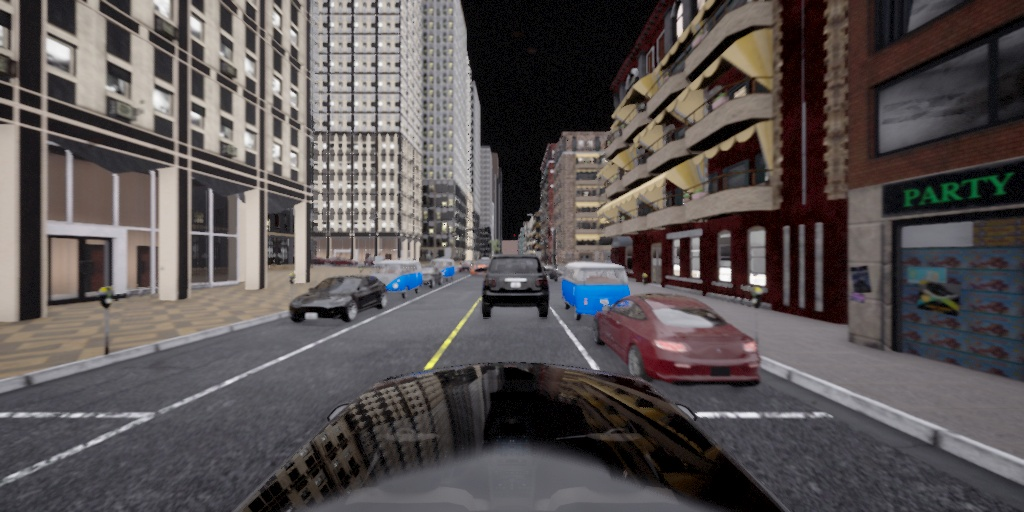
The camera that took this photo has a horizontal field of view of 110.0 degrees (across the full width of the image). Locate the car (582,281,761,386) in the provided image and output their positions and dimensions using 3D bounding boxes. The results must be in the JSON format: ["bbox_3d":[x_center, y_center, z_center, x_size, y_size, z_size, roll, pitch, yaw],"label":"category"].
[{"bbox_3d":[2.690,1.339,6.696,1.802,1.307,4.207,0,0,0],"label":"car"}]

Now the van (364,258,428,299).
[{"bbox_3d":[-5.692,1.114,17.993,1.690,1.789,3.998,0,0,0],"label":"van"}]

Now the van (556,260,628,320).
[{"bbox_3d":[2.690,1.106,12.345,1.690,1.789,3.998,0,0,0],"label":"van"}]

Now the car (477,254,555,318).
[{"bbox_3d":[0.091,0.983,13.271,2.150,2.045,5.566,0,-1,0],"label":"car"}]

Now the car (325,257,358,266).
[{"bbox_3d":[-26.727,0.946,56.989,4.207,1.307,1.802,0,0,0],"label":"car"}]

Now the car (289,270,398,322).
[{"bbox_3d":[-5.691,1.331,12.344,1.948,1.339,4.313,0,0,0],"label":"car"}]

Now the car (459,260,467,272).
[{"bbox_3d":[-5.695,1.263,46.235,1.967,1.591,4.097,0,0,0],"label":"car"}]

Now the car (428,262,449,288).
[{"bbox_3d":[-5.692,1.333,23.641,2.007,1.370,4.403,0,0,0],"label":"car"}]

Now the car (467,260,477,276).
[{"bbox_3d":[-3.089,1.159,37.635,2.097,1.767,4.553,0,0,0],"label":"car"}]

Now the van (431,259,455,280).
[{"bbox_3d":[-5.693,1.133,29.290,1.690,1.789,3.998,0,0,0],"label":"van"}]
